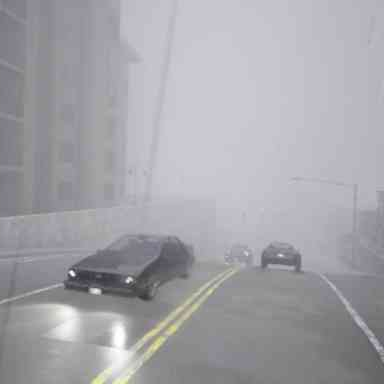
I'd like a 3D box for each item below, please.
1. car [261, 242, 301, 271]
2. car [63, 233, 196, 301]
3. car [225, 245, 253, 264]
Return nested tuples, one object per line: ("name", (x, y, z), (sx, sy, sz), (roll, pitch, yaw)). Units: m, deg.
("car", (4.881, 3.487, 18.196), (1.994, 1.385, 4.181), (2, -11, 16))
("car", (-1.315, 1.918, 9.625), (2.033, 1.411, 5.357), (2, -4, 16))
("car", (4.307, 5.547, 30.036), (2.097, 1.767, 4.553), (2, -12, 16))
